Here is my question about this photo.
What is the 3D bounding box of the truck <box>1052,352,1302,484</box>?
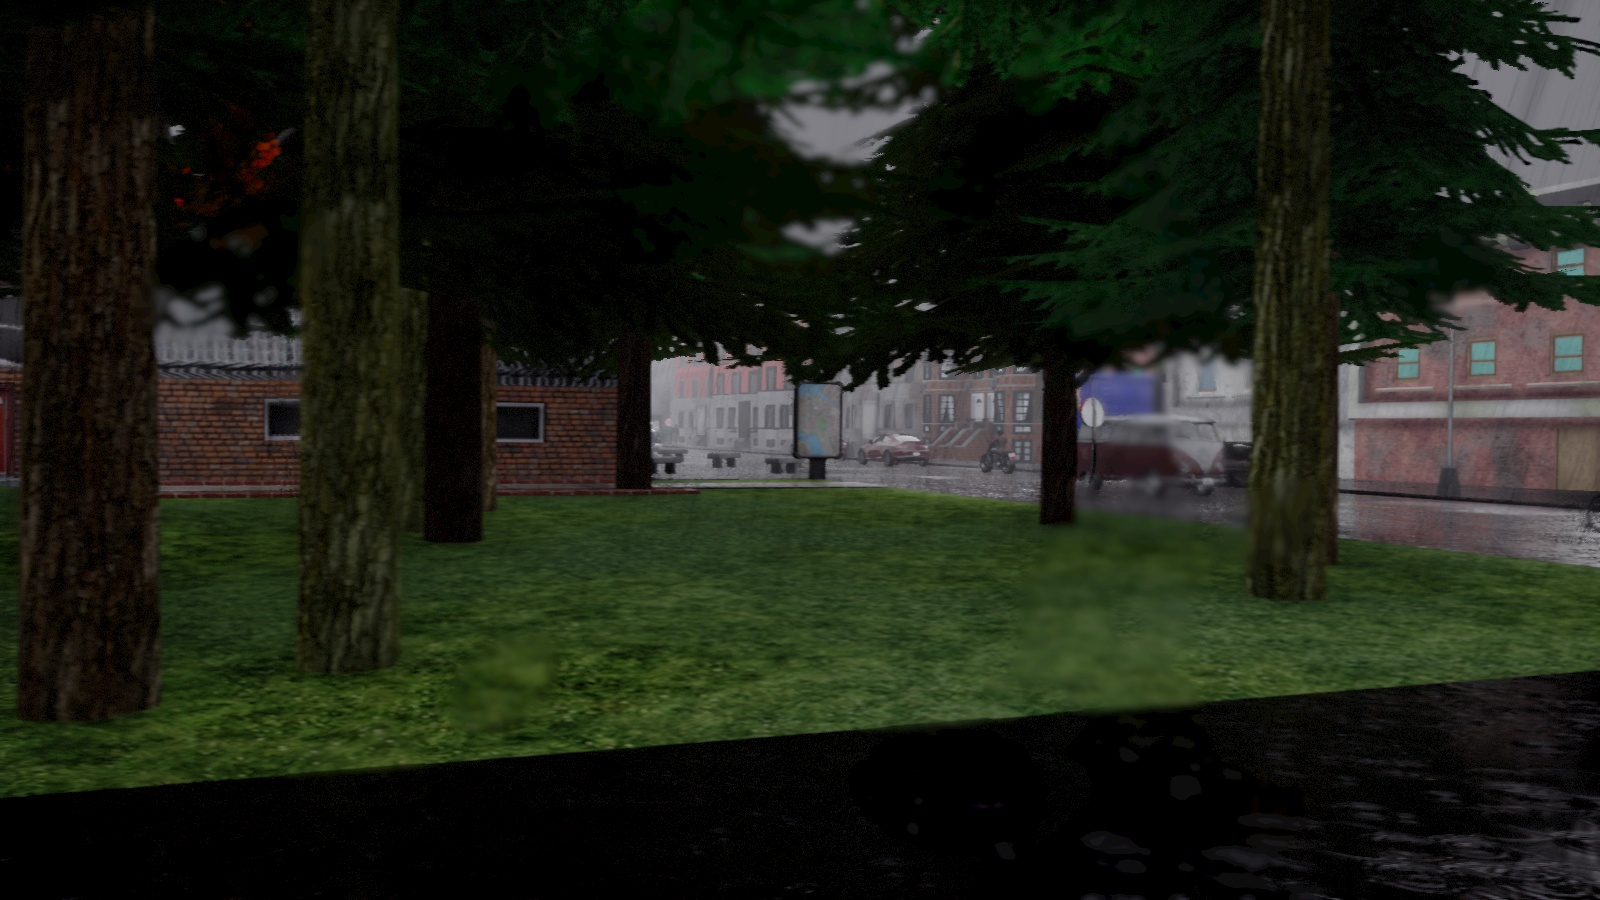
[{"bbox_3d":[10.883,-0.909,37.321,2.891,3.462,7.936,-1,1,-20],"label":"truck"}]

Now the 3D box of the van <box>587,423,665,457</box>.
[{"bbox_3d":[-10.731,-0.627,77.639,4.480,2.038,2.069,0,-1,3],"label":"van"}]

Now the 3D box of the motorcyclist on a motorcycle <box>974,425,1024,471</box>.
[{"bbox_3d":[7.379,-0.092,46.745,0.766,1.649,2.350,-1,1,-20],"label":"motorcyclist on a motorcycle"}]

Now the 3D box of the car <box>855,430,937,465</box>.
[{"bbox_3d":[4.172,-0.122,55.331,1.812,1.442,4.674,-1,1,-20],"label":"car"}]

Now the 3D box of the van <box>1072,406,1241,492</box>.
[{"bbox_3d":[8.810,-0.057,31.475,1.775,1.987,4.442,-1,1,-20],"label":"van"}]
